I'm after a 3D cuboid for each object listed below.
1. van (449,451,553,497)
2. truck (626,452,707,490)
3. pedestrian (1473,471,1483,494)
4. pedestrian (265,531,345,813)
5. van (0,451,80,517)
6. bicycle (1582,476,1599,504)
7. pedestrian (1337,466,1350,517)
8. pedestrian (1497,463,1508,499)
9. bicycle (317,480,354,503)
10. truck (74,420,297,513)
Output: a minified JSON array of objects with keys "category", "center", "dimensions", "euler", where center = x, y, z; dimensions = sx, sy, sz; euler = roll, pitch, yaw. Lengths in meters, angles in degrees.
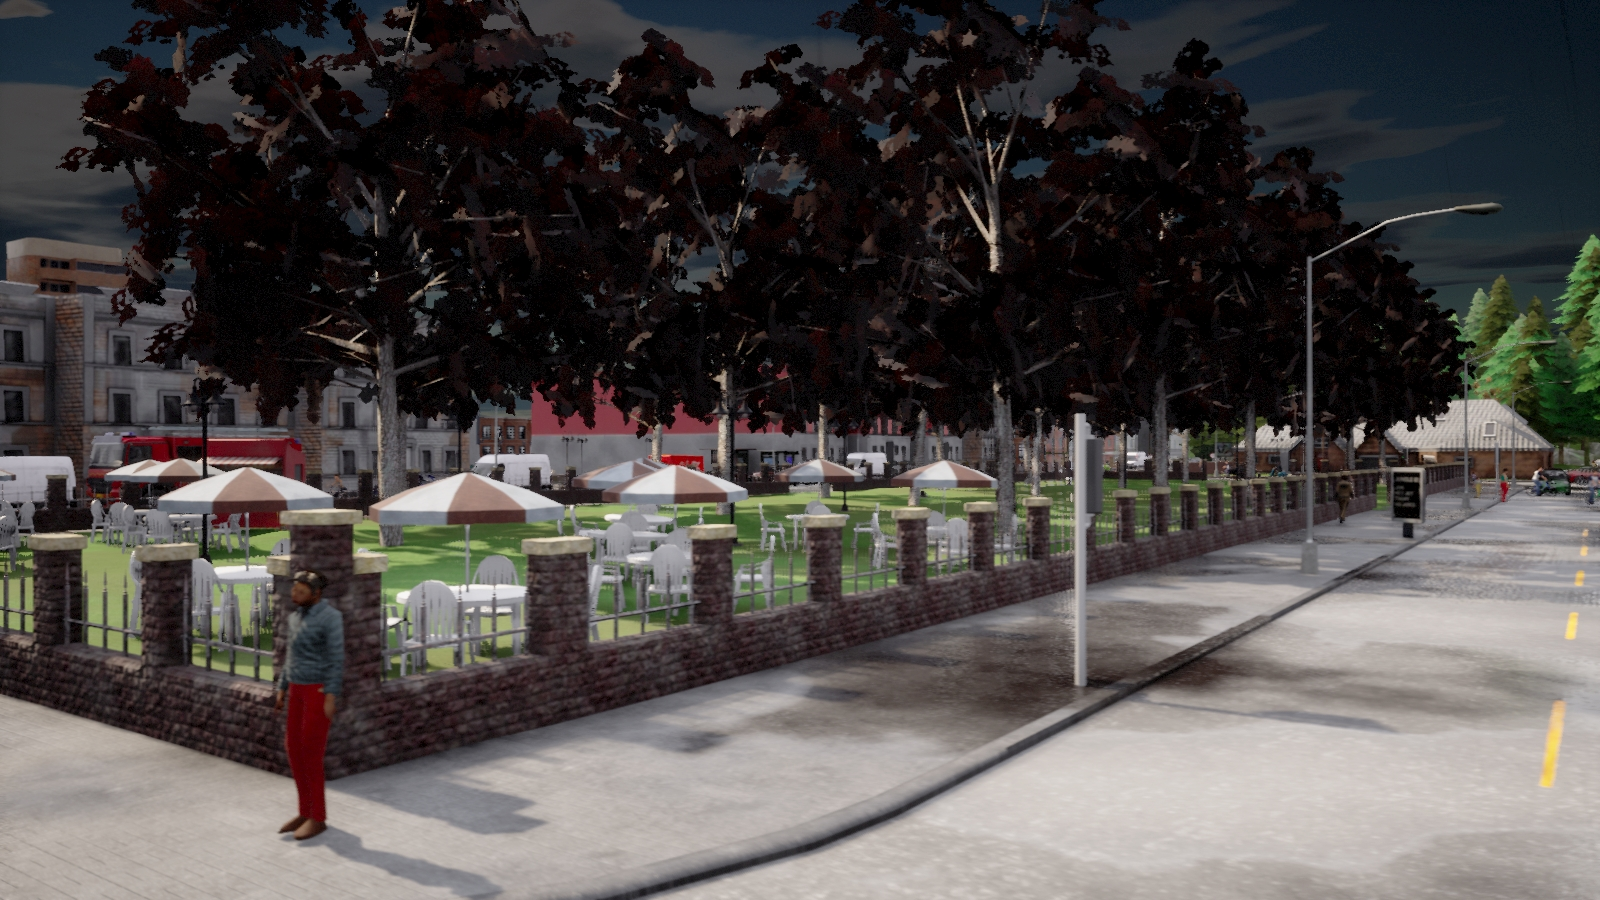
[{"category":"van","center":[-17.080,1.314,65.656],"dimensions":[1.988,2.561,5.915],"euler":[0,0,35]},{"category":"truck","center":[-8.976,1.348,77.238],"dimensions":[2.627,2.467,5.204],"euler":[0,0,35]},{"category":"pedestrian","center":[37.971,1.804,64.004],"dimensions":[0.375,1.300,0.375],"euler":[0,0,3]},{"category":"pedestrian","center":[-3.450,1.517,7.968],"dimensions":[0.375,1.860,0.375],"euler":[0,0,36]},{"category":"van","center":[-31.787,1.314,44.591],"dimensions":[1.988,2.561,5.915],"euler":[0,0,35]},{"category":"bicycle","center":[38.887,1.936,55.835],"dimensions":[0.373,1.296,1.643],"euler":[1,1,8]},{"category":"pedestrian","center":[19.919,1.525,41.907],"dimensions":[0.375,1.860,0.375],"euler":[0,0,35]},{"category":"pedestrian","center":[36.706,1.628,59.702],"dimensions":[0.375,1.860,0.375],"euler":[0,0,9]},{"category":"bicycle","center":[-23.131,2.036,56.879],"dimensions":[0.859,1.080,1.487],"euler":[0,0,35]},{"category":"truck","center":[-27.360,0.670,51.358],"dimensions":[2.891,3.827,8.468],"euler":[0,0,35]}]
